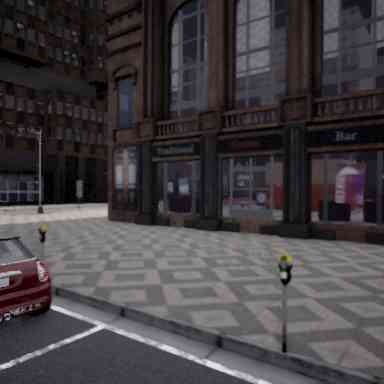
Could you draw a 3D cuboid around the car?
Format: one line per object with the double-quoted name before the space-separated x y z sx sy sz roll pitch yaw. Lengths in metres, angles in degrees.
"car" -4.473 1.393 6.148 4.097 1.590 1.967 0 0 35
